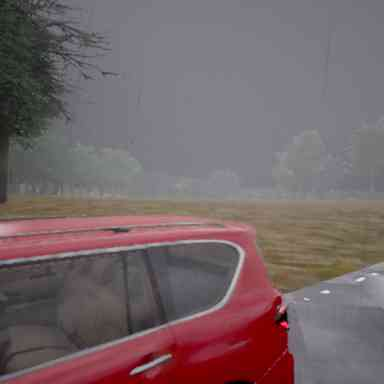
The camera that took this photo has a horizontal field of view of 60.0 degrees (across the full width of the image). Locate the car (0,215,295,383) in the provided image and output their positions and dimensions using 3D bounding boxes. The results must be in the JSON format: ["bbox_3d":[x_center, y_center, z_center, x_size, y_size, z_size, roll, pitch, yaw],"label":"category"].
[{"bbox_3d":[-1.670,1.243,2.137,5.566,2.045,2.150,0,-1,-37],"label":"car"}]
